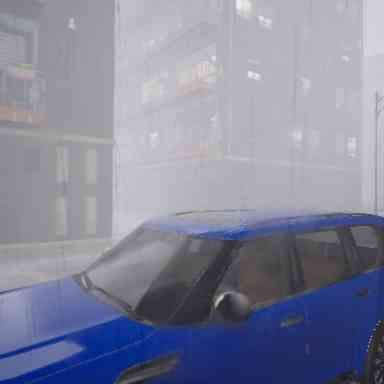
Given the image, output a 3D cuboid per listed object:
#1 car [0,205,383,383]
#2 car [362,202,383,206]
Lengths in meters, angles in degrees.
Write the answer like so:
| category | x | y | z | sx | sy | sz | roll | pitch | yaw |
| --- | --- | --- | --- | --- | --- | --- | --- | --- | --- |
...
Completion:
| category | x | y | z | sx | sy | sz | roll | pitch | yaw |
| --- | --- | --- | --- | --- | --- | --- | --- | --- | --- |
| car | 0.291 | 1.245 | 3.586 | 5.566 | 2.045 | 2.150 | 1 | 0 | -36 |
| car | 17.632 | 1.702 | 32.337 | 2.008 | 1.369 | 4.403 | 2 | 0 | -36 |
